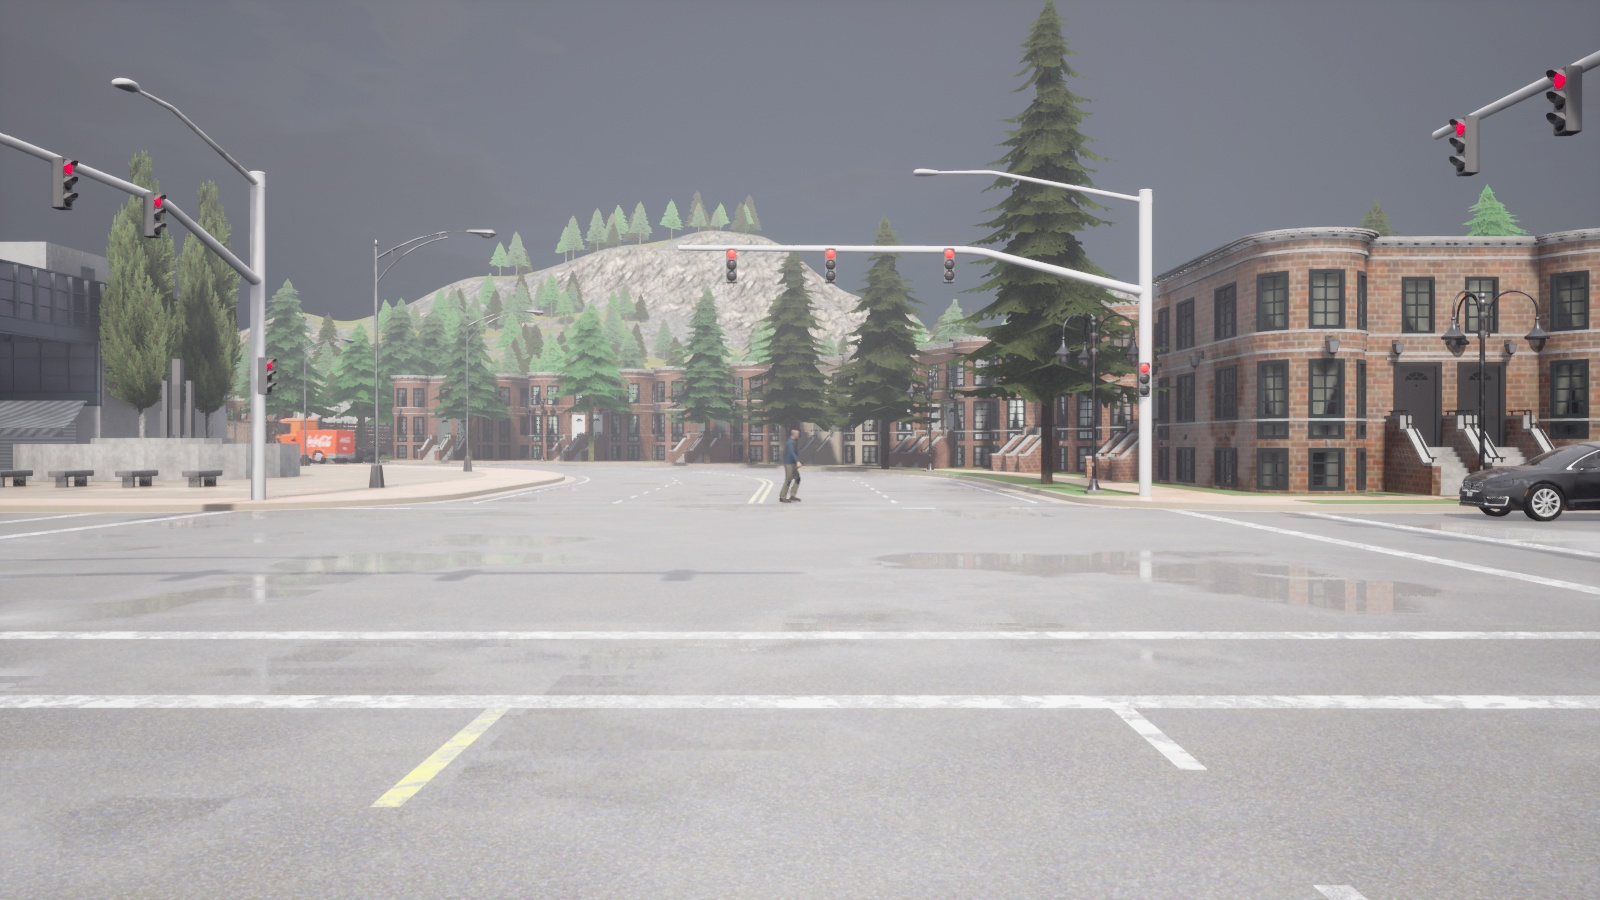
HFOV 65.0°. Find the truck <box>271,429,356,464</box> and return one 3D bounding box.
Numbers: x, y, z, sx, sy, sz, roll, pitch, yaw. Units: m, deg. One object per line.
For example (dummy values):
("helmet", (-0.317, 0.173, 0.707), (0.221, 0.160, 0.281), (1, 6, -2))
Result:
("truck", (-35.237, -0.282, 91.024), (5.204, 2.467, 2.627), (0, 0, 15))

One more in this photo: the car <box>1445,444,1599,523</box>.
("car", (15.464, 0.626, 24.434), (4.892, 1.490, 1.837), (0, 0, 0))

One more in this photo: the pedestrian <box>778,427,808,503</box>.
("pedestrian", (-0.166, 0.362, 30.714), (0.726, 1.842, 0.402), (0, 0, 2))
